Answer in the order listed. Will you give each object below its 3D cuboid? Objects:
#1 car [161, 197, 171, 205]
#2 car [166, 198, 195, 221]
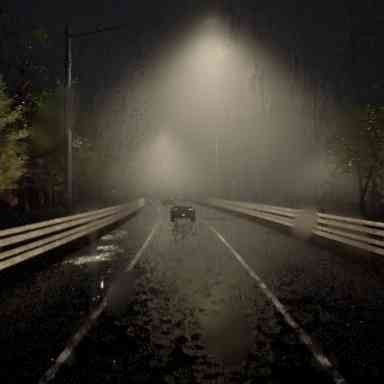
[{"bbox_3d":[-4.203,1.530,56.611,1.994,1.385,4.181,0,0,-9],"label":"car"},{"bbox_3d":[-0.821,1.490,26.977,2.128,1.511,4.902,0,0,-4],"label":"car"}]
